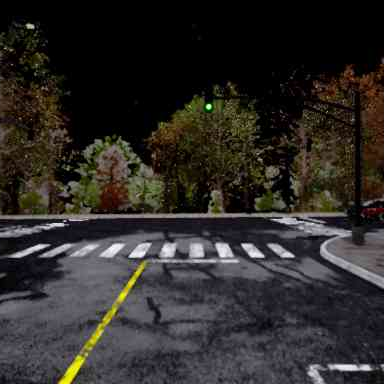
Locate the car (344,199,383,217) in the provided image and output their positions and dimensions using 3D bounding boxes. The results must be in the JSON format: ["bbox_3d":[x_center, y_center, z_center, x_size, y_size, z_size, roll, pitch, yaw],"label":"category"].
[{"bbox_3d":[15.218,1.385,27.664,4.892,1.490,1.837,-1,-1,1],"label":"car"}]

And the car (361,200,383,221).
[{"bbox_3d":[15.154,1.441,24.411,4.718,1.301,1.895,-1,-1,1],"label":"car"}]
